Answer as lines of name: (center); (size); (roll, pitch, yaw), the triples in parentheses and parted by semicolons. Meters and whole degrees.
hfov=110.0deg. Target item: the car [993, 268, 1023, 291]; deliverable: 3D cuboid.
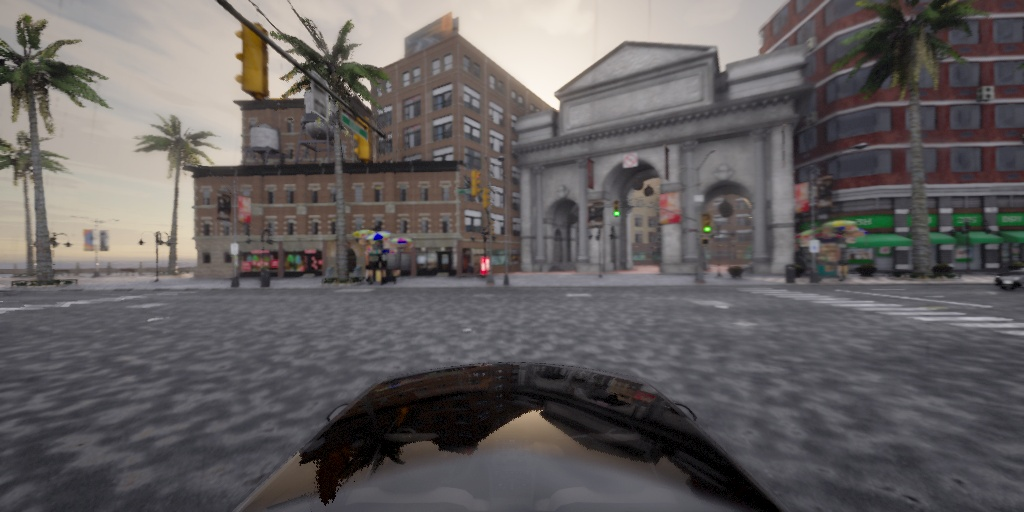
car: (26.963, 0.996, 17.599); (4.902, 1.511, 2.128); (-1, 0, 3)
